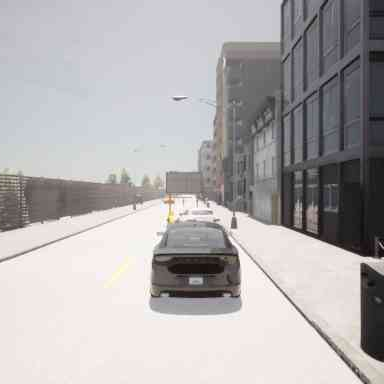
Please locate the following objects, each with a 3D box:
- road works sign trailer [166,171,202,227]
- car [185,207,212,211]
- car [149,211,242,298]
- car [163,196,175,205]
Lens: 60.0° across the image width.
[{"bbox_3d":[-0.564,0.464,21.413,2.380,3.560,2.880,0,0,-17],"label":"road works sign trailer"},{"bbox_3d":[0.337,1.541,17.916,1.812,1.442,4.674,0,-1,-8],"label":"car"},{"bbox_3d":[0.072,1.478,8.560,1.882,1.535,5.008,0,0,0],"label":"car"},{"bbox_3d":[-4.192,1.477,60.674,1.882,1.535,5.008,0,0,0],"label":"car"}]
